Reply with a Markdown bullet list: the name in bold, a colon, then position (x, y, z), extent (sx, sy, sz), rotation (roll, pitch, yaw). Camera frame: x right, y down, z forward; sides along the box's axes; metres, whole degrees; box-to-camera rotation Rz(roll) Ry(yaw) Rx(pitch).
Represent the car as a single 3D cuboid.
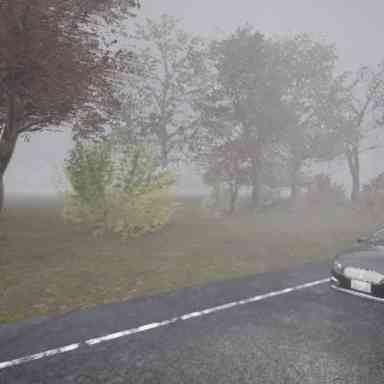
- **car**: position (5.134, 1.463, 7.533), extent (4.902, 1.511, 2.128), rotation (0, 0, -34)
